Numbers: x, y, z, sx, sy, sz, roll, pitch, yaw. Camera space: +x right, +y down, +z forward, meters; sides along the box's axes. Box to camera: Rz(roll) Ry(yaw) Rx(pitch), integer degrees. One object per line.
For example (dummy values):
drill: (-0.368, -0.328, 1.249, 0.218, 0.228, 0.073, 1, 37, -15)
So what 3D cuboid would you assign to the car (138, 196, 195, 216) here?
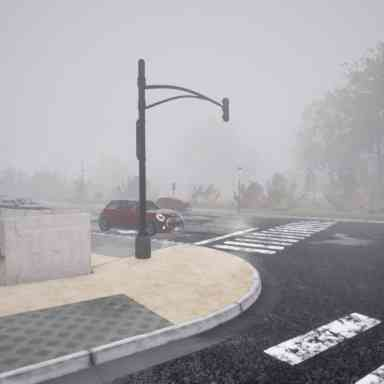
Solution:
car: (-2.232, 1.132, 28.463, 4.674, 1.442, 1.812, 1, 1, 32)

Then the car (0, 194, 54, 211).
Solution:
car: (-11.332, 1.117, 22.366, 4.902, 1.511, 2.128, 1, 1, 31)

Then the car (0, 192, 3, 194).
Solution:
car: (-25.206, 0.701, 41.805, 4.902, 1.511, 2.128, 1, 1, 29)

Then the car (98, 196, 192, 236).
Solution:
car: (-2.604, 1.135, 16.943, 4.553, 1.767, 2.097, 1, 1, 32)
